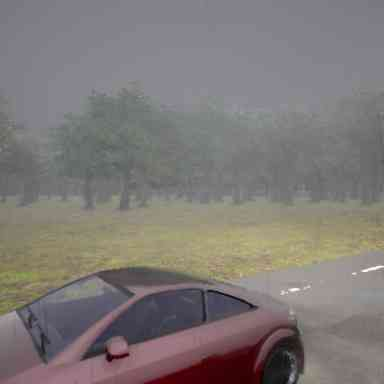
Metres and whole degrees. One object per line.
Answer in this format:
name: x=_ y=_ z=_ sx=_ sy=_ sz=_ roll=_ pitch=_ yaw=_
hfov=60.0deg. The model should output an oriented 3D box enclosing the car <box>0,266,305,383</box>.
car: x=-0.742 y=1.570 z=3.459 sx=4.181 sy=1.385 sz=1.994 roll=0 pitch=0 yaw=-35
